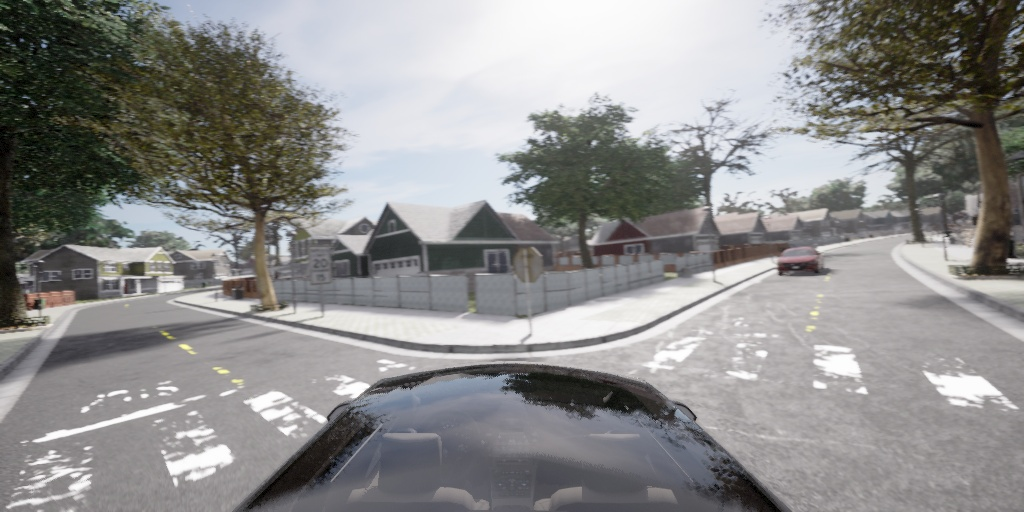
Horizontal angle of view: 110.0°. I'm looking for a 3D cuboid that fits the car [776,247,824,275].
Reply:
[{"bbox_3d":[17.182,0.225,21.379,1.882,1.535,5.008,-6,-1,44],"label":"car"}]
